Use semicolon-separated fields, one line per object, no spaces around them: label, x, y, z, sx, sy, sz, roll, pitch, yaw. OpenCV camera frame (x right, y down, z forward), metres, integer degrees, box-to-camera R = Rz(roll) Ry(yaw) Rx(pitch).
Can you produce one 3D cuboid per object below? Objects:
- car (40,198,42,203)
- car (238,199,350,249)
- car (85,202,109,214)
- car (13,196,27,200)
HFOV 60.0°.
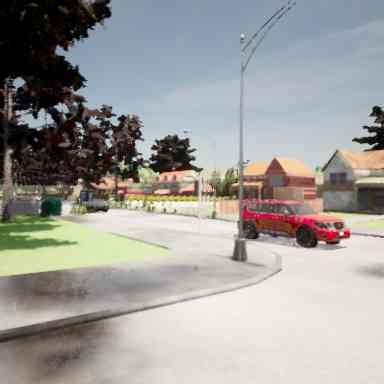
car;-26.319;1.739;59.390;1.994;1.385;4.181;1;0;-36
car;4.639;1.402;16.113;2.150;2.045;5.566;1;-1;-36
car;-11.185;1.778;38.228;1.895;1.301;4.718;1;-1;-36
car;-40.079;1.702;78.632;2.128;1.511;4.902;1;-1;-36
